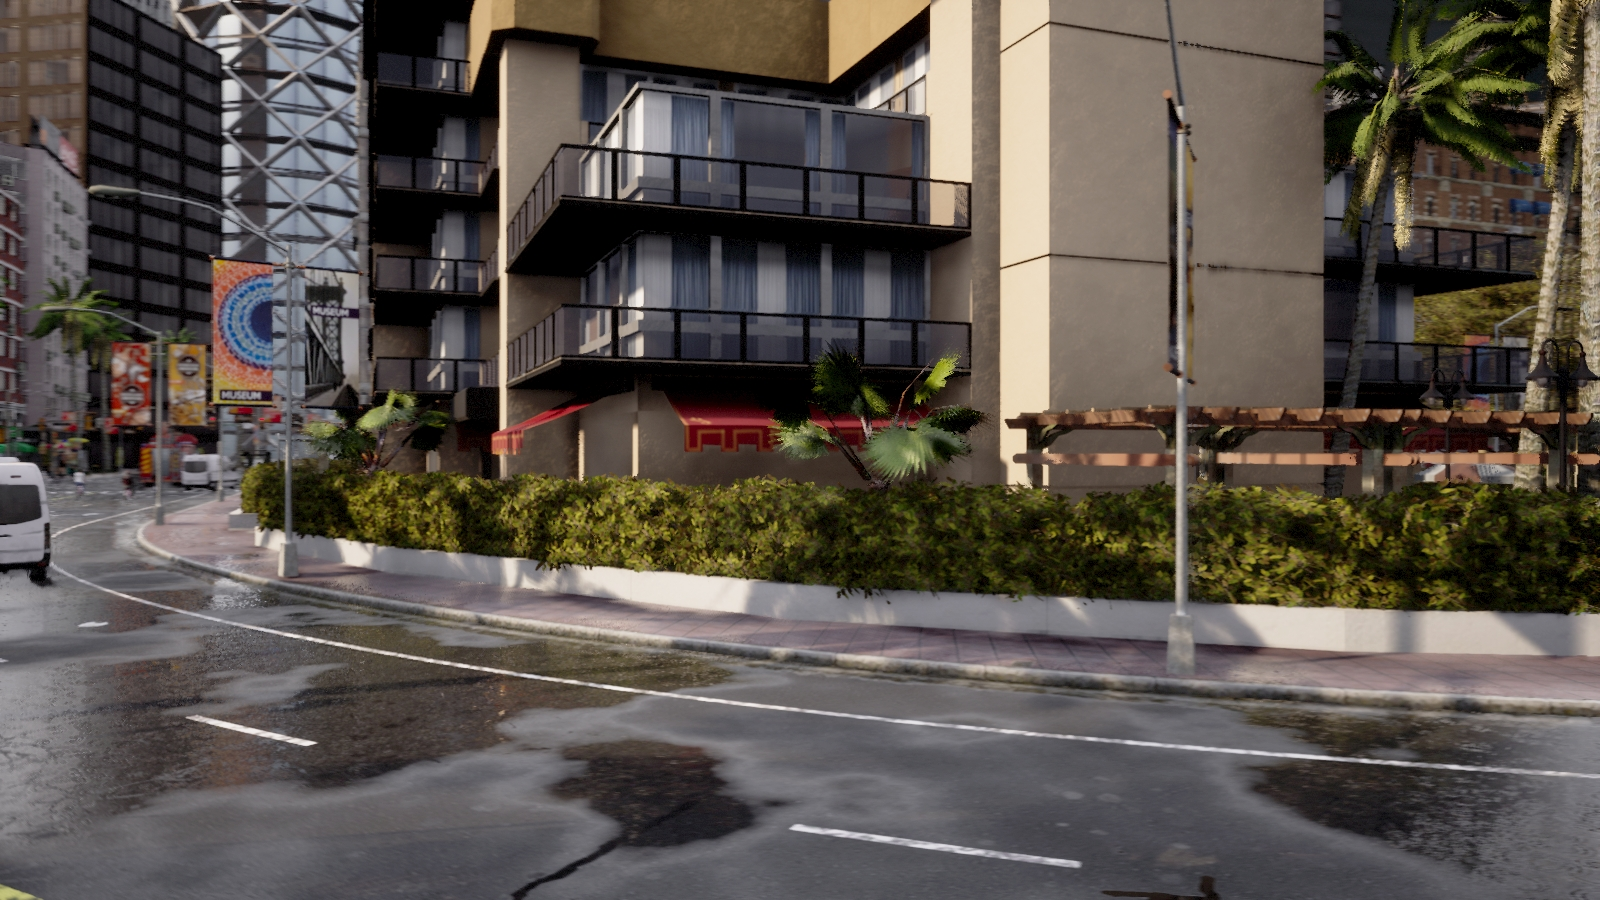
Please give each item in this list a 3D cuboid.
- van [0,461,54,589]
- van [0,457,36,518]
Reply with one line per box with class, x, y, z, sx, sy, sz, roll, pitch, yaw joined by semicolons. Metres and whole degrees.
van;-18.364;1.558;25.549;1.988;2.561;5.915;0;0;-41
van;-35.344;1.581;49.942;1.988;2.561;5.915;0;0;-21
